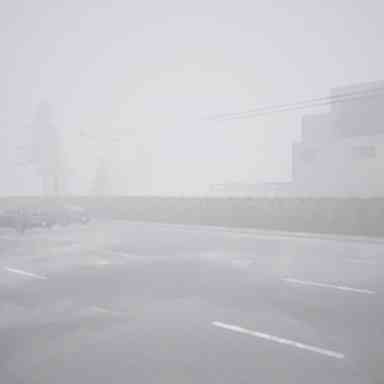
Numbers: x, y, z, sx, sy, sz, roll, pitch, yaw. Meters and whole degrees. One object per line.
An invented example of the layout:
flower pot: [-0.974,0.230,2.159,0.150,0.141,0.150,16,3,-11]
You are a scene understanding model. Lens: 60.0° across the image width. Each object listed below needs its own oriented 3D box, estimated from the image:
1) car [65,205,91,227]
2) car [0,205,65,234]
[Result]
car: [-8.993,1.616,23.288,4.674,1.442,1.812,0,0,35]
car: [-10.149,1.577,19.831,4.902,1.511,2.128,0,0,36]
